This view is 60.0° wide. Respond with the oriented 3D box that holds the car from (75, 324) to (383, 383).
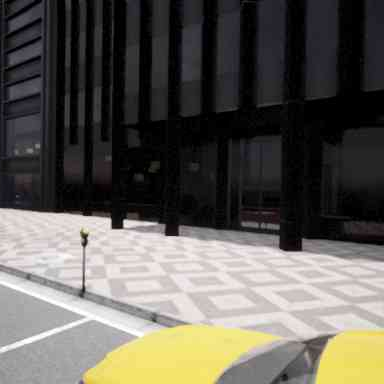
[{"bbox_3d":[1.175,1.524,2.006,4.829,1.417,1.752,1,1,37],"label":"car"}]
